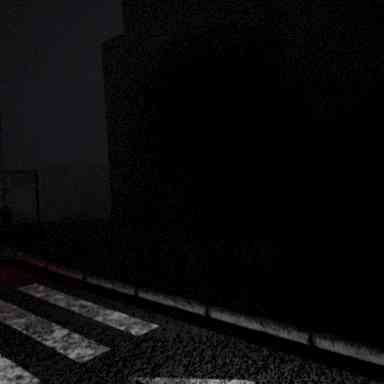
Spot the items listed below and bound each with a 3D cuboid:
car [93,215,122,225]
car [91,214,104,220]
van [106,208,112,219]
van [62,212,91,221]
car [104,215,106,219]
[{"bbox_3d":[-16.226,5.359,63.681,5.366,1.575,1.946,-6,-7,26],"label":"car"},{"bbox_3d":[-18.569,4.875,58.495,5.008,1.535,2.097,-6,-7,26],"label":"car"},{"bbox_3d":[-9.732,3.081,48.401,4.442,1.987,1.878,-6,-7,26],"label":"van"},{"bbox_3d":[-19.898,4.453,56.082,4.442,1.987,1.878,-6,-7,26],"label":"van"},{"bbox_3d":[-17.319,4.974,60.990,4.553,1.767,2.185,-6,-7,26],"label":"car"}]
